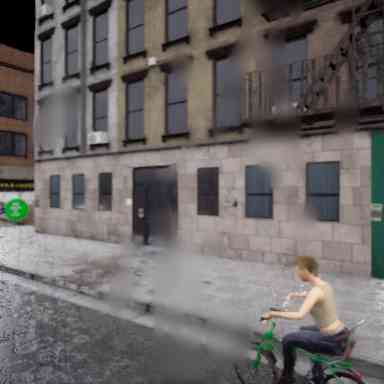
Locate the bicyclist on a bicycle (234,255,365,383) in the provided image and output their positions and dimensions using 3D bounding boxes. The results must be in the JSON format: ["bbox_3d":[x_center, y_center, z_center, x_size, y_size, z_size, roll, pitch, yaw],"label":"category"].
[{"bbox_3d":[1.094,1.450,3.439,1.509,1.612,0.866,0,0,36],"label":"bicyclist on a bicycle"}]
